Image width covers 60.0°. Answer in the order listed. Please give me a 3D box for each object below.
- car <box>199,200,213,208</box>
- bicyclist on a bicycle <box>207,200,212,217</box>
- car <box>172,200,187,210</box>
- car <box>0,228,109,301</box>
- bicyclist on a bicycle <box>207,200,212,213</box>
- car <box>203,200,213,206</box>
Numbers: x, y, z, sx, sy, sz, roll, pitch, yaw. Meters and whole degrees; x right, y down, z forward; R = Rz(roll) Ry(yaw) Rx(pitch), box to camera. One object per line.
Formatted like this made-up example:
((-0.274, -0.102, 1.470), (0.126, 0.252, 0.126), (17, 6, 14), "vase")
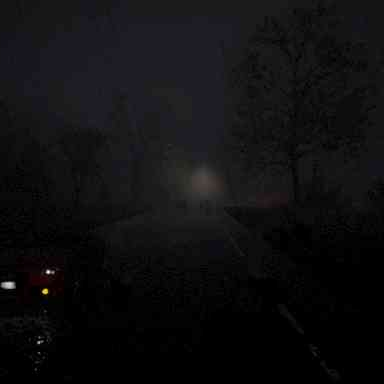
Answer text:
((2.320, 2.155, 57.479), (1.895, 1.301, 4.718), (0, -1, 4), "car")
((1.802, 1.750, 34.271), (0.582, 1.620, 1.656), (0, -1, 3), "bicyclist on a bicycle")
((-1.840, 1.944, 50.530), (1.882, 1.535, 5.008), (0, 0, 4), "car")
((-3.513, 1.622, 8.409), (1.994, 1.385, 4.181), (0, 0, 1), "car")
((2.269, 1.849, 43.397), (0.582, 1.620, 1.656), (0, -1, 3), "bicyclist on a bicycle")
((3.629, 2.362, 73.983), (1.895, 1.301, 4.718), (0, -1, 6), "car")
